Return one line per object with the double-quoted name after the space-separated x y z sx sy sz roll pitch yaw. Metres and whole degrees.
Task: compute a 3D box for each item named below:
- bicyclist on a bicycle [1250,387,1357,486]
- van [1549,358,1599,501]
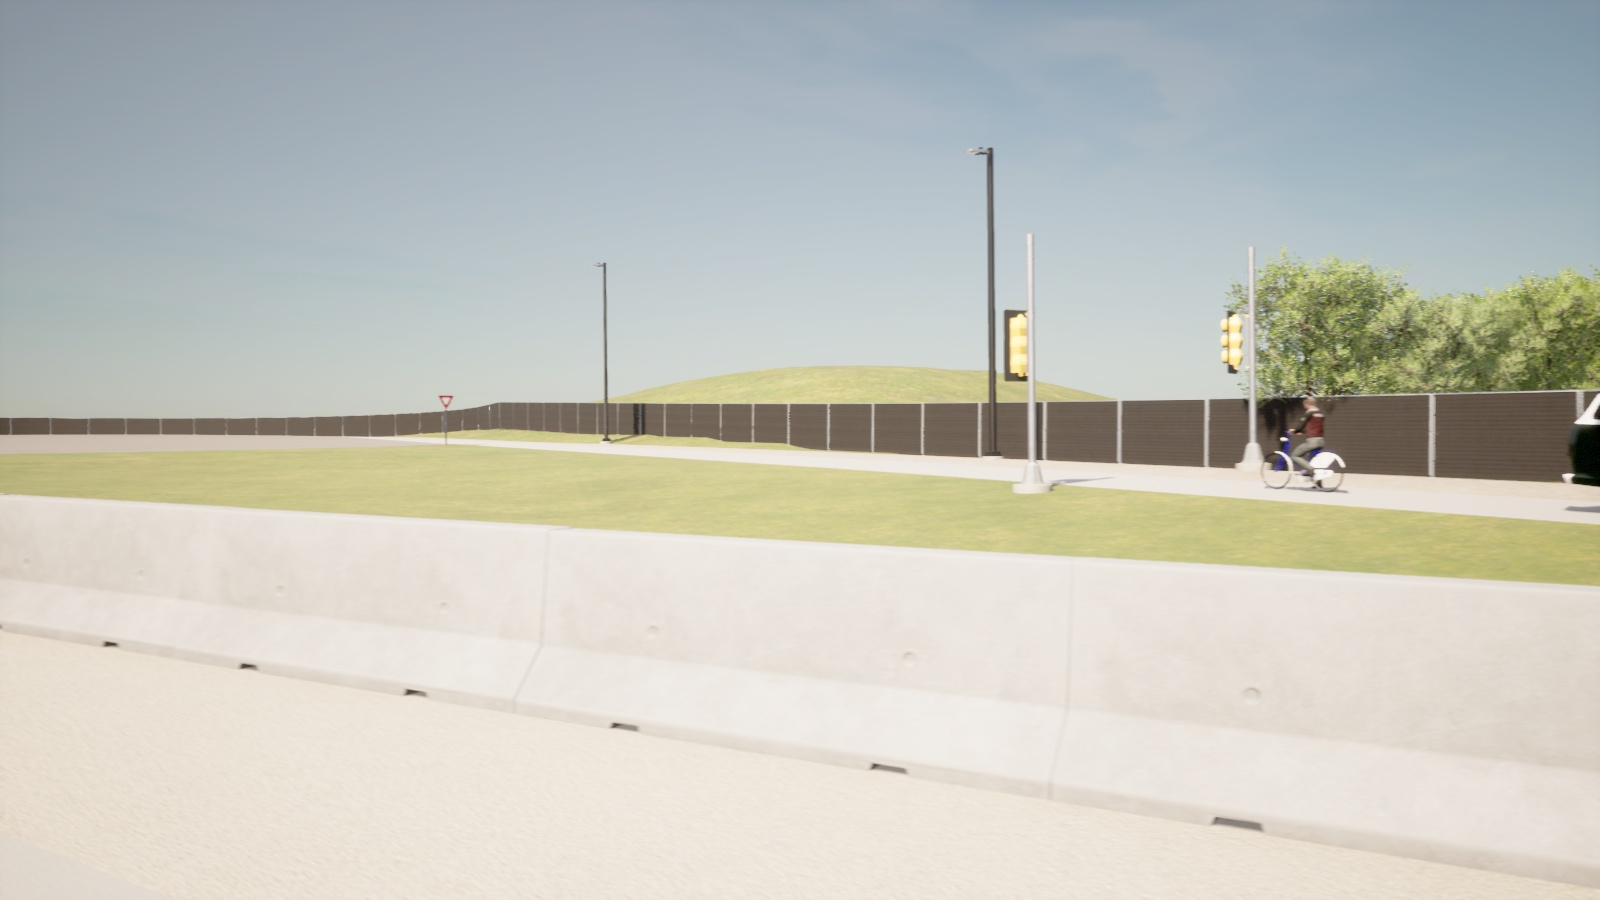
9.380 -0.268 23.479 0.659 1.776 1.843 -2 2 -29 "bicyclist on a bicycle"
13.021 -0.288 17.033 2.069 2.038 4.480 -2 2 -30 "van"
